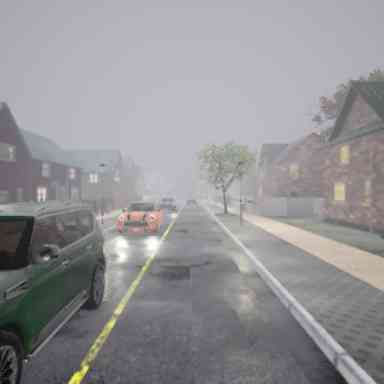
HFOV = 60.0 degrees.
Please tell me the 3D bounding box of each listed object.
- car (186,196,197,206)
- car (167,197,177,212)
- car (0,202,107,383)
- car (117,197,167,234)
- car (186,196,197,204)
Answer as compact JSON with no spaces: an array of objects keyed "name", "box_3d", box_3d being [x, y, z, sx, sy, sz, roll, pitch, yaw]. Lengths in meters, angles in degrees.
[{"name":"car","box_3d":[-0.074,1.561,57.152,2.128,1.511,4.902,0,0,0]},{"name":"car","box_3d":[-2.800,1.362,38.389,2.097,1.767,4.553,0,0,0]},{"name":"car","box_3d":[-2.856,1.212,4.880,2.150,2.045,5.566,0,0,0]},{"name":"car","box_3d":[-2.837,1.324,19.075,2.097,1.767,4.553,0,0,0]},{"name":"car","box_3d":[-0.090,1.595,67.403,2.128,1.511,4.902,0,0,0]}]
